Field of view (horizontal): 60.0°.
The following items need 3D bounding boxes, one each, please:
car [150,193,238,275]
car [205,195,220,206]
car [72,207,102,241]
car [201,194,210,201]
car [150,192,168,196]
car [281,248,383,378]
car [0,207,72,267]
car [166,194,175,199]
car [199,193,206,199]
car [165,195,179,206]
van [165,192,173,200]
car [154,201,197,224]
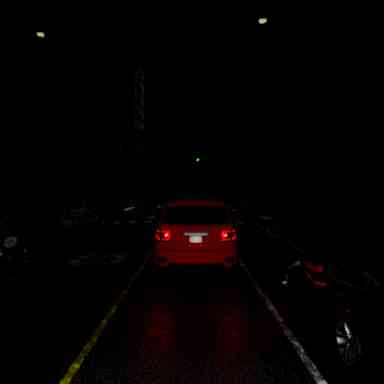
[{"bbox_3d":[0.109,1.168,10.383,2.150,2.045,5.566,0,0,0],"label":"car"},{"bbox_3d":[2.880,1.194,48.288,1.967,1.590,4.097,0,0,0],"label":"car"},{"bbox_3d":[-5.722,1.441,16.169,1.752,1.417,4.829,0,0,0],"label":"car"},{"bbox_3d":[2.946,1.170,75.476,1.887,1.381,4.507,0,0,0],"label":"car"},{"bbox_3d":[-5.632,1.044,53.745,2.192,1.841,5.009,0,0,0],"label":"car"},{"bbox_3d":[2.777,1.536,5.407,1.947,1.339,4.313,0,0,0],"label":"car"},{"bbox_3d":[-5.735,1.383,10.882,1.967,1.590,4.097,0,0,0],"label":"car"},{"bbox_3d":[-5.553,1.127,86.371,2.008,1.369,4.403,0,0,0],"label":"car"},{"bbox_3d":[2.985,1.075,91.958,1.752,1.417,4.829,0,0,0],"label":"car"},{"bbox_3d":[-2.963,1.274,49.788,1.812,1.442,4.674,0,0,0],"label":"car"},{"bbox_3d":[-5.567,0.943,80.933,1.690,1.788,3.998,0,0,0],"label":"van"},{"bbox_3d":[-1.342,1.440,24.518,1.994,1.385,4.181,1,0,-21],"label":"car"}]
